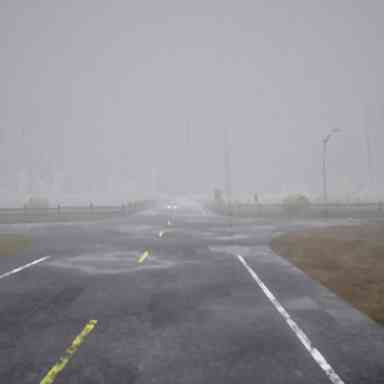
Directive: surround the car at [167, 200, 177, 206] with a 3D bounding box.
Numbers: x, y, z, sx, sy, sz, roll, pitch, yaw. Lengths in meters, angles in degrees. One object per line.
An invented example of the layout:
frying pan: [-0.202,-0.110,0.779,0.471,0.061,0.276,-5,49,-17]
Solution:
car: [-4.343,2.333,72.292,1.895,1.301,4.718,0,-1,-1]
